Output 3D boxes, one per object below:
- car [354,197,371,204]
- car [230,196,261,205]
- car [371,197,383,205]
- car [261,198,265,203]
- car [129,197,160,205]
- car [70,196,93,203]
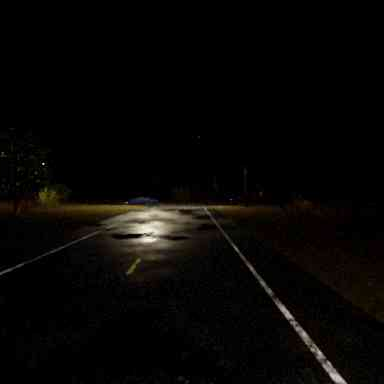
[{"bbox_3d":[35.241,1.706,66.824,4.718,1.301,1.895,0,0,-2],"label":"car"},{"bbox_3d":[9.149,1.539,59.039,4.902,1.511,2.128,0,0,-2],"label":"car"},{"bbox_3d":[35.565,1.625,59.818,4.892,1.490,1.837,0,0,-2],"label":"car"},{"bbox_3d":[11.939,1.553,66.134,4.902,1.511,2.128,0,0,-2],"label":"car"},{"bbox_3d":[-8.399,1.519,58.603,5.357,1.411,2.033,0,0,-2],"label":"car"},{"bbox_3d":[-21.647,1.451,65.213,4.181,1.385,1.994,0,0,-2],"label":"car"}]
